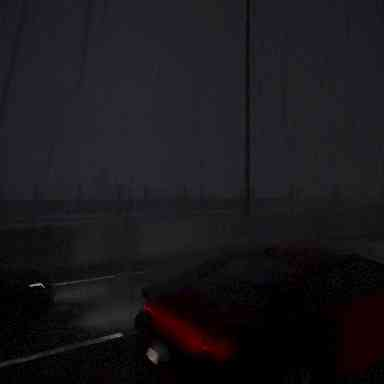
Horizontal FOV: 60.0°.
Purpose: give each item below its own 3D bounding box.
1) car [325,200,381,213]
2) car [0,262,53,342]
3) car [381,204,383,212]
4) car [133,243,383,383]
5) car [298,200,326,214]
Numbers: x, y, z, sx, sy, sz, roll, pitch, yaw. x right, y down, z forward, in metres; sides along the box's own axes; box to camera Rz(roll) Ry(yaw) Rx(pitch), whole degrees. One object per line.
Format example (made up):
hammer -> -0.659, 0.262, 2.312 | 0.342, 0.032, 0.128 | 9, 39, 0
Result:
car -> 13.318, 1.497, 26.189 | 4.892, 1.490, 1.837 | 0, 0, -20
car -> -4.515, 1.504, 4.744 | 4.674, 1.442, 1.812 | 0, 0, -36
car -> 16.287, 1.483, 23.568 | 5.008, 1.535, 1.882 | 0, 0, -19
car -> 1.683, 1.473, 4.669 | 5.008, 1.535, 1.882 | 0, 0, -33
car -> 11.607, 1.474, 29.263 | 4.902, 1.511, 2.128 | 0, 0, -21
